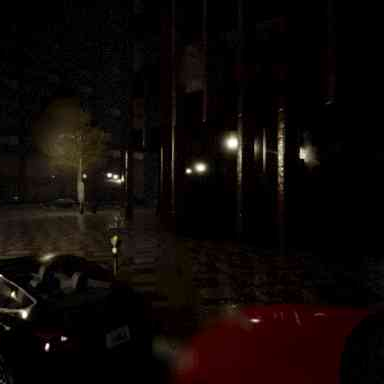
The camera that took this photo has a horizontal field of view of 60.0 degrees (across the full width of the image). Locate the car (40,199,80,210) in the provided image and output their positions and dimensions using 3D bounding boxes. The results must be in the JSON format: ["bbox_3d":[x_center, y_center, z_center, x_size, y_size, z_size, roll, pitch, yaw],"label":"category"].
[{"bbox_3d":[-16.472,1.528,41.761,1.895,1.301,4.718,0,0,35],"label":"car"}]

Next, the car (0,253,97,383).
[{"bbox_3d":[-2.467,1.565,4.722,4.313,1.339,1.947,0,0,35],"label":"car"}]

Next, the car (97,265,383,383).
[{"bbox_3d":[2.122,1.315,1.450,5.009,1.841,2.192,0,0,35],"label":"car"}]

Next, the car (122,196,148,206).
[{"bbox_3d":[-8.856,1.426,52.471,1.812,1.442,4.674,0,0,36],"label":"car"}]
